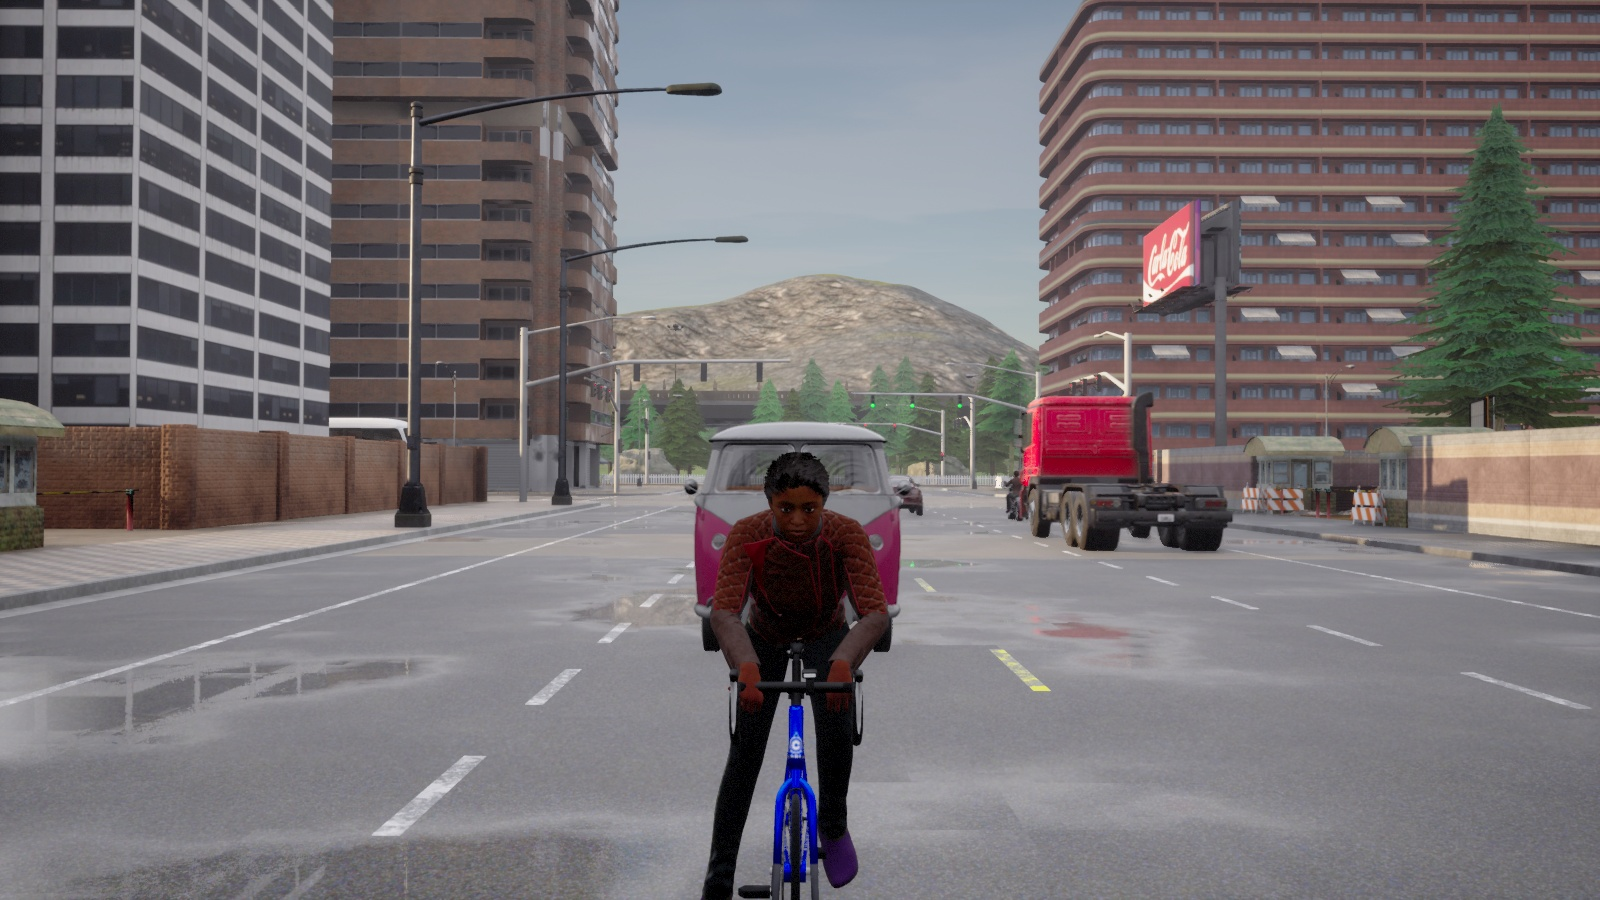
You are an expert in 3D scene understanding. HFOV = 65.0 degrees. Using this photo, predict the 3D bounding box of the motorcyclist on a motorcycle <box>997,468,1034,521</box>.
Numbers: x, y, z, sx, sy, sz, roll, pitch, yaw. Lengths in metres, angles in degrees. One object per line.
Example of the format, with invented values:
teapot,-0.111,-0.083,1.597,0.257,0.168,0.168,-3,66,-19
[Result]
motorcyclist on a motorcycle,6.945,1.416,40.528,0.766,1.649,2.350,0,-1,0

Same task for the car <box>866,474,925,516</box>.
car,3.438,1.597,45.960,1.812,1.442,4.674,0,-1,0

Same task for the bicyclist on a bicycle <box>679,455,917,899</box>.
bicyclist on a bicycle,-0.005,0.833,3.919,0.582,1.620,1.656,0,-1,0

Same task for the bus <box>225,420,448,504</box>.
bus,-24.146,0.639,65.914,10.273,4.253,3.944,0,-1,0

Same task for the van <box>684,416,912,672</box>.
van,-0.017,0.769,12.043,1.775,1.987,4.442,0,-1,0

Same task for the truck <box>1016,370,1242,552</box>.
truck,6.958,0.273,27.927,2.891,3.462,7.936,0,-1,0
